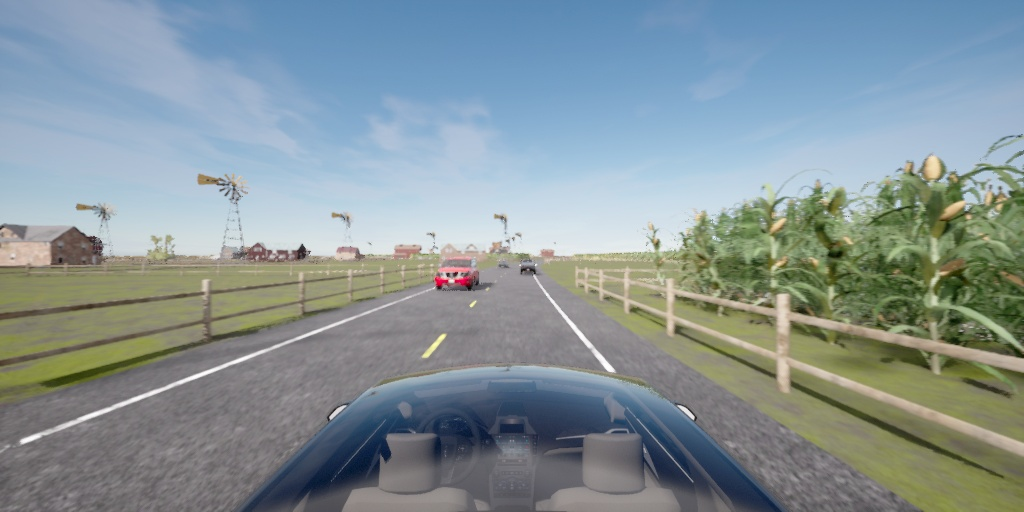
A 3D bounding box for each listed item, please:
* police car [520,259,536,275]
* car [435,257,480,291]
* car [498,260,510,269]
[{"bbox_3d":[1.894,1.356,42.575,1.930,1.638,5.238,0,0,2],"label":"police car"},{"bbox_3d":[-3.364,1.060,23.078,2.150,2.045,5.566,0,0,1],"label":"car"},{"bbox_3d":[-1.482,1.536,64.587,1.837,1.490,4.892,0,0,4],"label":"car"}]
